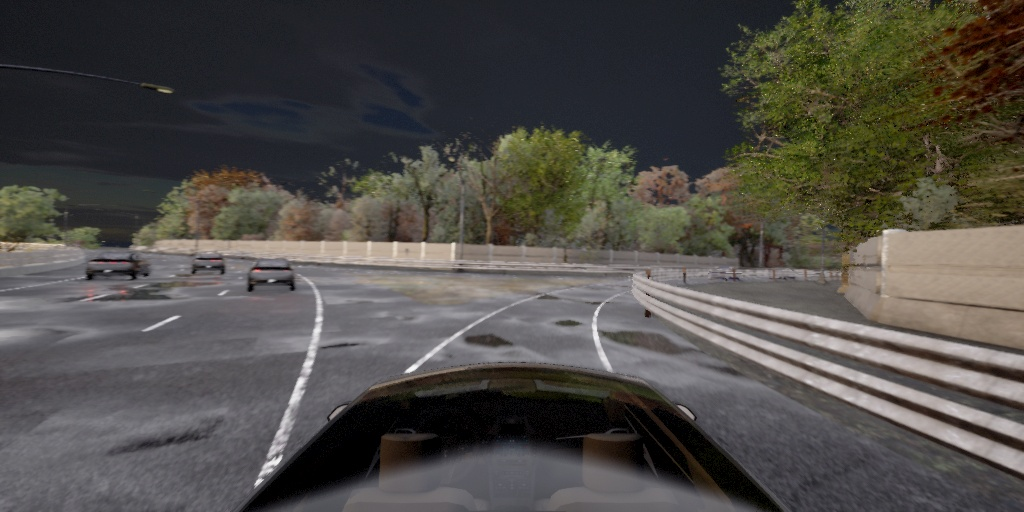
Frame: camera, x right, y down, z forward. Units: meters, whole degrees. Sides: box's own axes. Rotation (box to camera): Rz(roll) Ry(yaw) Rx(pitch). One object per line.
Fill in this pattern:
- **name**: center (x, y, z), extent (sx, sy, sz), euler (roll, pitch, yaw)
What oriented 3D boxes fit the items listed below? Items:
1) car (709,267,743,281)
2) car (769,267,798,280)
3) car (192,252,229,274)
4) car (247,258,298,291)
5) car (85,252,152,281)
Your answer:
- **car**: center (25.129, 2.072, 42.075), extent (5.008, 1.535, 1.882), euler (2, 0, -33)
- **car**: center (38.517, 2.397, 50.781), extent (4.553, 1.767, 2.097), euler (2, 0, -33)
- **car**: center (-22.372, 0.487, 26.595), extent (2.128, 1.511, 4.902), euler (2, 0, -38)
- **car**: center (-11.801, 0.843, 17.760), extent (2.128, 1.511, 4.902), euler (2, 0, -32)
- **car**: center (-21.732, 0.509, 19.978), extent (2.128, 1.511, 4.902), euler (2, 0, -36)
